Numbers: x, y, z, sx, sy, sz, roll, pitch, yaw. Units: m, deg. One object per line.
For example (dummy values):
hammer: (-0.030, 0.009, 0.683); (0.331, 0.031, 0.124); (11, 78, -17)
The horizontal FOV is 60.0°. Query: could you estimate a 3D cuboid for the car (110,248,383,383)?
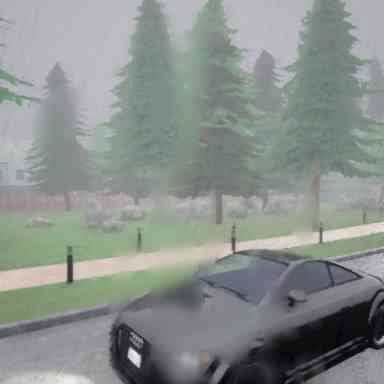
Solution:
car: (1.018, 1.557, 4.674); (4.181, 1.385, 1.994); (0, 0, -35)
